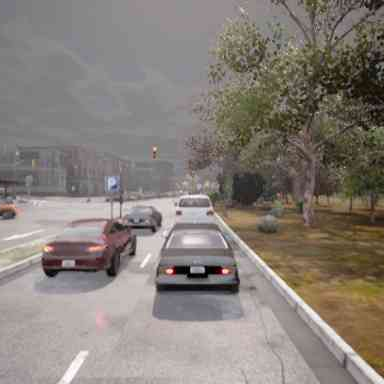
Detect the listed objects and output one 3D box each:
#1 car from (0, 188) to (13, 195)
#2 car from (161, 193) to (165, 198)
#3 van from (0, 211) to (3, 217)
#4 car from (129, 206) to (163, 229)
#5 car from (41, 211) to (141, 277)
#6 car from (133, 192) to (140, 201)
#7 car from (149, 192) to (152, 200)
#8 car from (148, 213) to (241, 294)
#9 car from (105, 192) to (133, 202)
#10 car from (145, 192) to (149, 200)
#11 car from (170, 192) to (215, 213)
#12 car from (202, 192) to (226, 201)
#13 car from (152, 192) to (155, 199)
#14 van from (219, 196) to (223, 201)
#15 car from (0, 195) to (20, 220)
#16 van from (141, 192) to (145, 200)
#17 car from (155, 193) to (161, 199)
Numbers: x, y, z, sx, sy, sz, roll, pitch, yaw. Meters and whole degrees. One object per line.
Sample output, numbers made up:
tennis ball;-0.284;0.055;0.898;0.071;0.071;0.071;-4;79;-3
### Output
car;-31.196;0.023;55.701;2.002;1.452;4.674;6;-2;-19
car;-11.055;0.877;91.787;5.566;2.045;2.435;-1;0;-12
van;-16.616;1.248;24.060;4.442;1.987;1.878;-1;0;-19
car;-2.855;1.533;19.700;2.033;1.411;5.357;0;0;1
car;-2.898;1.515;10.119;1.812;1.442;4.674;0;0;0
car;-13.838;1.177;67.837;5.366;1.575;1.946;-1;0;-15
car;-12.685;1.196;79.797;4.674;1.452;2.002;-1;0;-13
car;0.102;1.537;8.874;2.033;1.411;5.357;0;0;0
car;-14.481;1.226;64.845;4.792;1.488;2.163;-1;0;-15
car;-13.056;1.164;76.801;4.892;1.521;2.231;-1;0;-14
car;0.142;1.206;19.122;2.150;2.045;5.566;0;0;0
car;4.627;0.998;70.420;4.553;1.767;2.185;0;0;-14
car;-12.315;1.190;82.798;4.674;1.452;2.002;-1;0;-13
van;4.245;0.905;67.450;4.442;1.987;1.878;1;0;-14
car;-16.642;1.349;27.038;4.553;1.767;2.185;-1;0;-19
van;-13.283;0.942;73.829;4.442;1.987;1.878;-1;0;-14
car;-11.504;1.176;88.781;4.674;1.452;2.002;-1;0;-12
